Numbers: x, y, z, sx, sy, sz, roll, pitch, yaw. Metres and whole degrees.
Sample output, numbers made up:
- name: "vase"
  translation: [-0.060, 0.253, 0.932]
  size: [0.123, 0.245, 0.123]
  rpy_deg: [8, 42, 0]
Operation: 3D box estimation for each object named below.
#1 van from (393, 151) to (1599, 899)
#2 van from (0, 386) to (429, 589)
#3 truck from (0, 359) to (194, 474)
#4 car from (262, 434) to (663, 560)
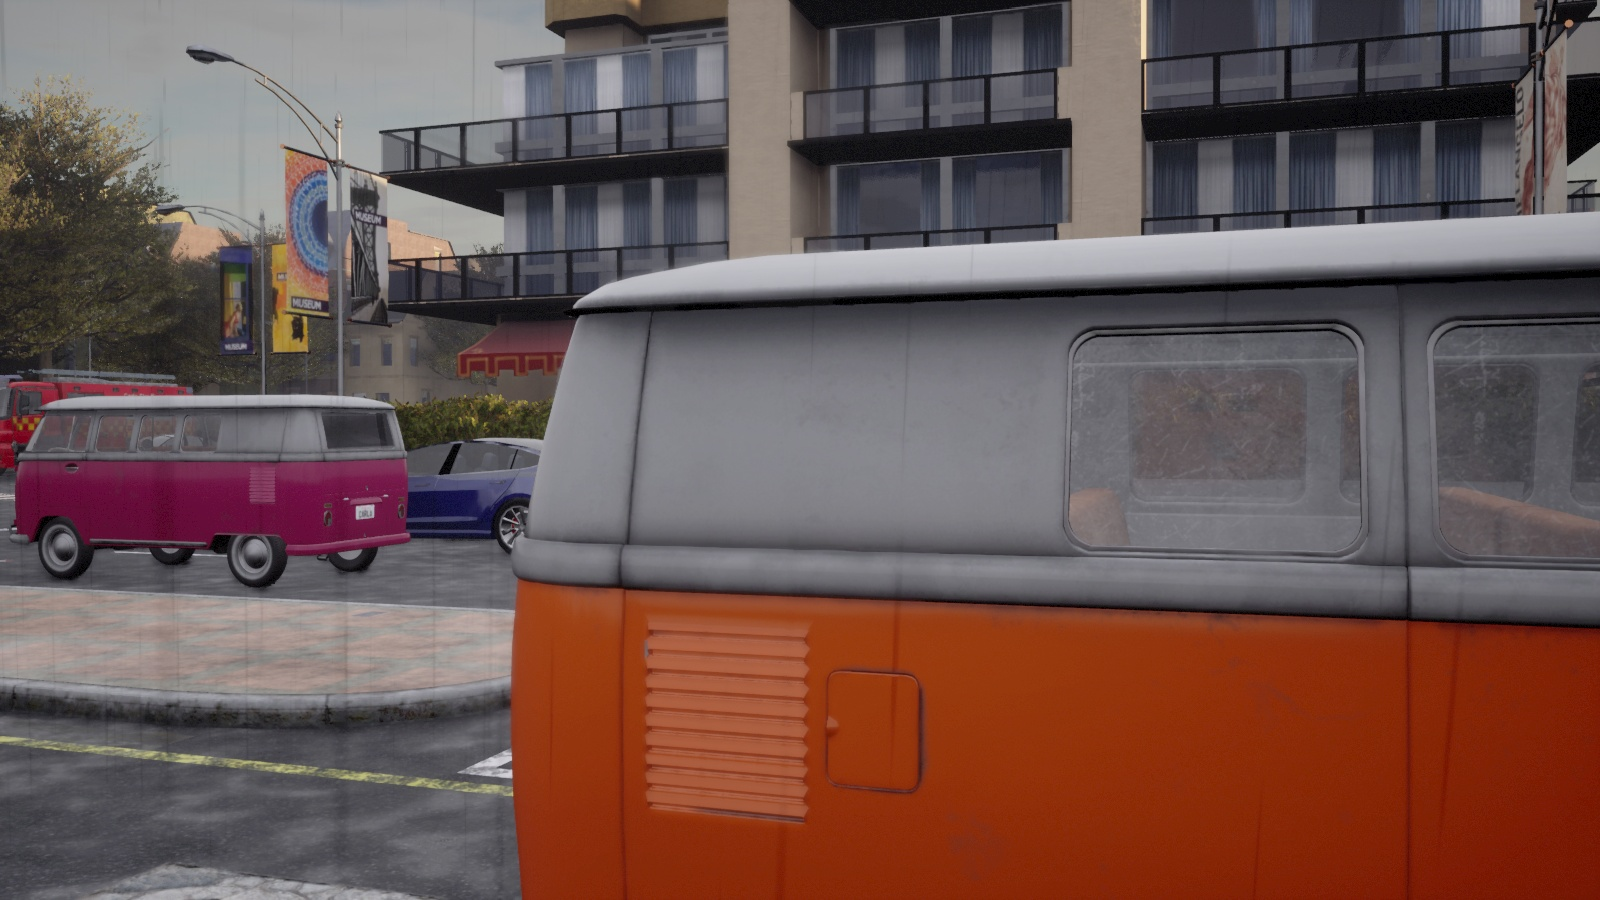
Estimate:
- name: "van"
  translation: [1.570, 0.543, 2.661]
  size: [4.442, 1.987, 1.775]
  rpy_deg: [1, 1, 19]
- name: "van"
  translation: [-6.511, 0.334, 13.820]
  size: [4.442, 1.987, 1.775]
  rpy_deg: [1, 1, 19]
- name: "truck"
  translation: [-26.770, -1.180, 46.298]
  size: [2.891, 3.827, 8.468]
  rpy_deg: [1, 1, 18]
- name: "car"
  translation: [-4.484, 0.540, 16.834]
  size: [4.792, 1.488, 2.163]
  rpy_deg: [1, 1, 19]
